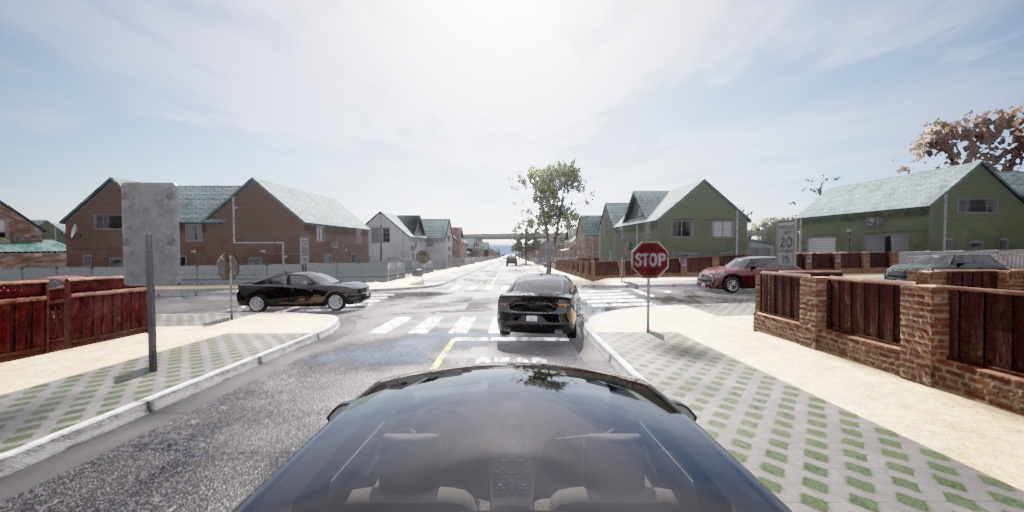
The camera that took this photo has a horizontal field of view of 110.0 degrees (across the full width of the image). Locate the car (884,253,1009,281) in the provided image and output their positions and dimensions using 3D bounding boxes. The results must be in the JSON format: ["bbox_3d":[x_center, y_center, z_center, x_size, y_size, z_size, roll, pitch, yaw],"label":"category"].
[{"bbox_3d":[21.684,0.644,18.006,4.553,1.767,2.097,-1,2,0],"label":"car"}]

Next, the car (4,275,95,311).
[{"bbox_3d":[-18.035,1.545,14.747,5.008,1.535,1.882,-1,2,0],"label":"car"}]

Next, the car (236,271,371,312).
[{"bbox_3d":[-8.482,1.375,14.820,5.008,1.535,1.882,-1,2,0],"label":"car"}]

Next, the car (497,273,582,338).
[{"bbox_3d":[0.949,1.223,10.303,1.882,1.535,5.008,0,0,12],"label":"car"}]

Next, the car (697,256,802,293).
[{"bbox_3d":[11.790,0.818,17.924,4.553,1.767,2.097,-1,2,0],"label":"car"}]
